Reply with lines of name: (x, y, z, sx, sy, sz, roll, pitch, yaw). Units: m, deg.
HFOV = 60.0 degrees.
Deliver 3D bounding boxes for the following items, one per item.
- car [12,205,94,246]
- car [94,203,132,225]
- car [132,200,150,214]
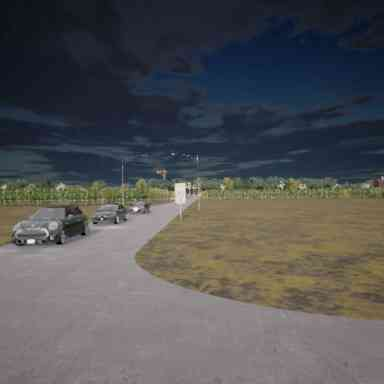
car: (-6.697, 1.493, 16.192, 2.097, 1.767, 4.553, -2, 0, 2)
car: (-6.380, 1.685, 26.238, 1.837, 1.490, 4.892, -2, 0, 2)
car: (-6.000, 1.734, 38.248, 2.128, 1.511, 4.902, -2, 0, 2)
